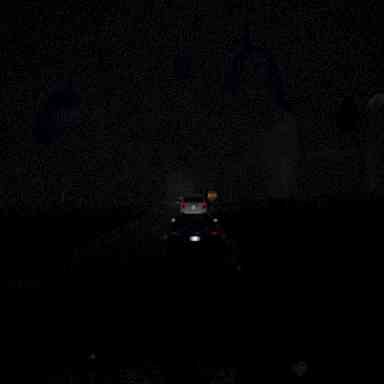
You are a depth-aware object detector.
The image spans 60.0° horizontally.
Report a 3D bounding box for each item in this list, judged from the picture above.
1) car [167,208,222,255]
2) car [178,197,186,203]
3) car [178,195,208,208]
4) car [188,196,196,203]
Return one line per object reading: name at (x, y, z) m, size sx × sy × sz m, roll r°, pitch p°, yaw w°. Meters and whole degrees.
car at (0.103, 1.550, 13.244) m, size 1.994 × 1.385 × 4.181 m, roll 0°, pitch 0°, yaw 0°
car at (-2.712, 2.167, 89.880) m, size 1.994 × 1.385 × 4.181 m, roll 0°, pitch -1°, yaw 0°
car at (0.115, 1.225, 27.595) m, size 2.150 × 2.045 × 5.566 m, roll 0°, pitch 0°, yaw 0°
car at (0.036, 1.914, 87.362) m, size 2.097 × 1.767 × 4.553 m, roll 0°, pitch -1°, yaw 0°
